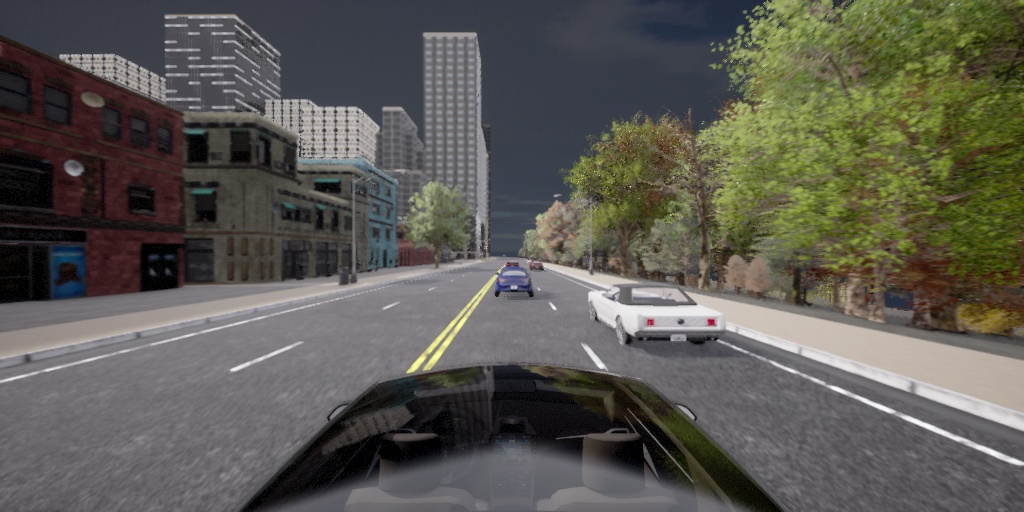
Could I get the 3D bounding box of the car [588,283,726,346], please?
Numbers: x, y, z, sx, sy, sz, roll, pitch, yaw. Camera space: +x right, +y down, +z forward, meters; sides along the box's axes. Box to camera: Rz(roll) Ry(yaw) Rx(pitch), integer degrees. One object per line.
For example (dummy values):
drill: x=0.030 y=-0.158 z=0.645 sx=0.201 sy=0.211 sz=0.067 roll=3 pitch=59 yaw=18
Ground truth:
car: x=3.348 y=1.354 z=9.411 sx=1.895 sy=1.301 sz=4.718 roll=0 pitch=0 yaw=0

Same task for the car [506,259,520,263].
car: x=0.097 y=1.246 z=52.886 sx=1.882 sy=1.535 sz=5.008 roll=0 pitch=0 yaw=0

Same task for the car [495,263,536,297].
car: x=0.098 y=1.283 z=18.946 sx=1.812 sy=1.442 sz=4.674 roll=0 pitch=0 yaw=0

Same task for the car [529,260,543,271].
car: x=3.346 y=1.293 z=50.225 sx=1.812 sy=1.442 sz=4.674 roll=0 pitch=0 yaw=0
